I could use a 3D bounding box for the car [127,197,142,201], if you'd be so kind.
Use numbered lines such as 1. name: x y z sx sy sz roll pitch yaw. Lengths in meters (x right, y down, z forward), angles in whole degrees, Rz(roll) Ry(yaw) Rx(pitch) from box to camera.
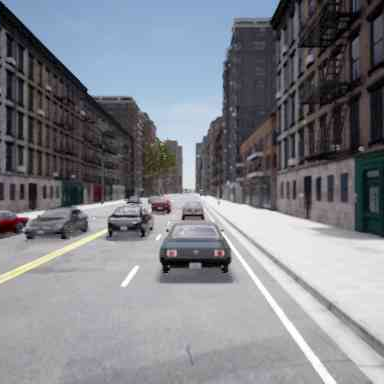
1. car: -9.826 1.461 56.718 1.994 1.385 4.181 0 0 1

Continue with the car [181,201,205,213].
1. car: 0.090 1.487 27.988 2.033 1.411 5.357 0 0 0

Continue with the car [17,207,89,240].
1. car: -6.616 1.486 16.846 1.812 1.442 4.674 0 0 0

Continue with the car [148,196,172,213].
1. car: -3.161 1.404 35.183 1.882 1.535 5.008 0 0 0

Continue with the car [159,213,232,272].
1. car: 0.093 1.575 10.654 1.895 1.301 4.718 0 0 0

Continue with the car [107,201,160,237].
1. car: -3.156 1.450 17.801 2.128 1.511 4.902 0 0 0

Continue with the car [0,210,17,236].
1. car: -9.856 1.563 16.017 1.895 1.301 4.718 0 0 0
